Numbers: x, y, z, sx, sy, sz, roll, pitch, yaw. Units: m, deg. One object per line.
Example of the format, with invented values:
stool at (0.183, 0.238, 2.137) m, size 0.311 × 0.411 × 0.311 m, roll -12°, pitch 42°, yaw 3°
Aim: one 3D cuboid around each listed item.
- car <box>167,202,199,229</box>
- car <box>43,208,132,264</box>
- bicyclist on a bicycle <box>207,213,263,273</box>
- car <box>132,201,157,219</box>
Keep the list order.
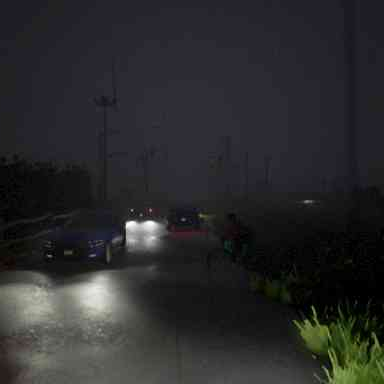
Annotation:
car at (-0.576, 1.385, 21.012) m, size 1.882 × 1.535 × 5.008 m, roll 0°, pitch 0°, yaw -2°
car at (-3.554, 1.427, 11.844) m, size 1.882 × 1.535 × 5.008 m, roll 0°, pitch 0°, yaw -2°
bicyclist on a bicycle at (1.230, 1.412, 9.093) m, size 1.656 × 1.620 × 0.582 m, roll 0°, pitch 0°, yaw -2°
car at (-4.027, 1.480, 28.086) m, size 1.895 × 1.301 × 4.718 m, roll 0°, pitch 0°, yaw -2°
